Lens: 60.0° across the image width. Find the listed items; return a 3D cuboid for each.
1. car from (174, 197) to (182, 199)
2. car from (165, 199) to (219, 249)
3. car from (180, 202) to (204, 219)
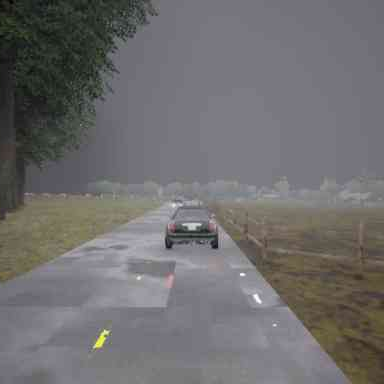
[{"bbox_3d":[-2.750,1.677,65.863,1.895,1.301,4.718,0,0,0],"label":"car"},{"bbox_3d":[0.000,1.365,14.631,2.097,1.767,4.553,0,0,0],"label":"car"},{"bbox_3d":[0.000,1.587,29.702,1.895,1.301,4.718,0,0,0],"label":"car"}]
